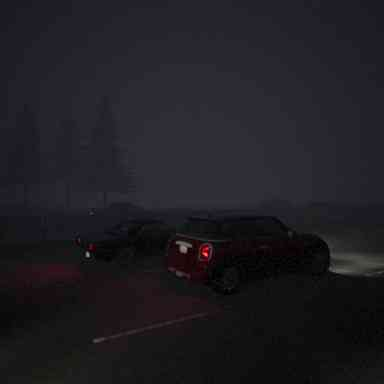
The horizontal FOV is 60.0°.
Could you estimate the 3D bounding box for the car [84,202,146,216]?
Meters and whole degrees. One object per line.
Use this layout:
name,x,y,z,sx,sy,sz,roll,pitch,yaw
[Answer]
car,-5.752,1.477,25.090,4.674,1.442,1.812,0,0,-31

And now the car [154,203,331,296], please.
car,1.588,1.340,8.823,4.553,1.767,2.097,0,0,-33

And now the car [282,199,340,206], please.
car,11.196,1.515,30.276,5.357,1.411,2.033,0,0,-25

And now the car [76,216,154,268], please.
car,-1.270,1.581,11.177,4.718,1.301,1.895,0,0,-33

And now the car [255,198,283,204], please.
car,10.015,1.440,41.259,4.902,1.511,2.128,0,0,-24
